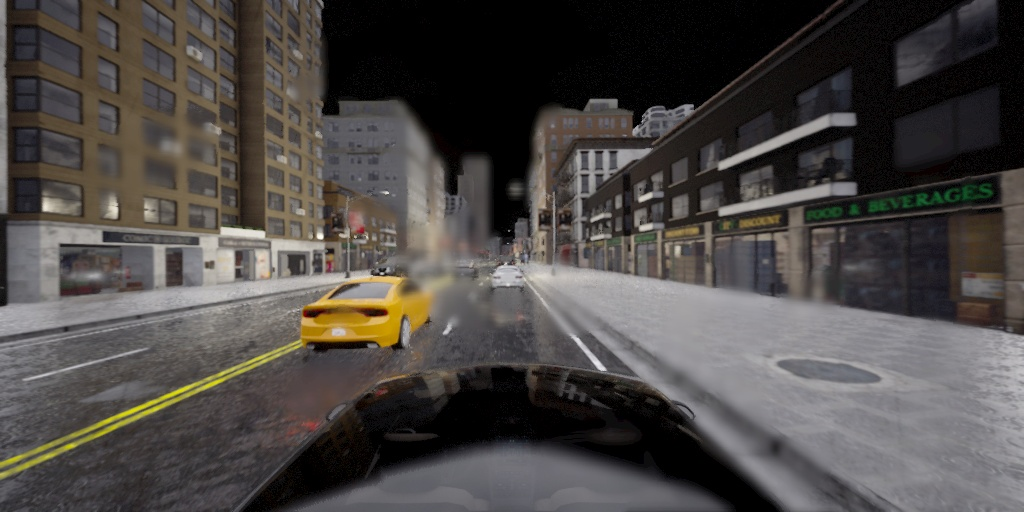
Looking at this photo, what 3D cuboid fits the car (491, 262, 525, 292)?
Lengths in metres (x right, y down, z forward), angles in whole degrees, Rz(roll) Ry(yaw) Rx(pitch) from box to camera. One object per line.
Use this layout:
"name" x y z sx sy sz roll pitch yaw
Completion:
"car" -0.246 1.268 21.222 1.812 1.442 4.674 -1 0 -1

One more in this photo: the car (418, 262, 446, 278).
"car" -7.143 1.316 32.143 1.837 1.490 4.892 -1 0 -1

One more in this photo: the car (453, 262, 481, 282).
"car" -3.649 1.266 29.572 2.128 1.511 4.902 -1 0 -1

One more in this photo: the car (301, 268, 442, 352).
"car" -3.257 1.258 9.123 1.882 1.535 5.008 -1 0 -1

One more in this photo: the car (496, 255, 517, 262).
"car" -0.634 0.959 41.394 2.150 2.045 5.566 -1 0 -1

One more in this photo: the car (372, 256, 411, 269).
"car" -10.382 1.065 31.266 2.150 2.045 5.566 -1 0 -1
